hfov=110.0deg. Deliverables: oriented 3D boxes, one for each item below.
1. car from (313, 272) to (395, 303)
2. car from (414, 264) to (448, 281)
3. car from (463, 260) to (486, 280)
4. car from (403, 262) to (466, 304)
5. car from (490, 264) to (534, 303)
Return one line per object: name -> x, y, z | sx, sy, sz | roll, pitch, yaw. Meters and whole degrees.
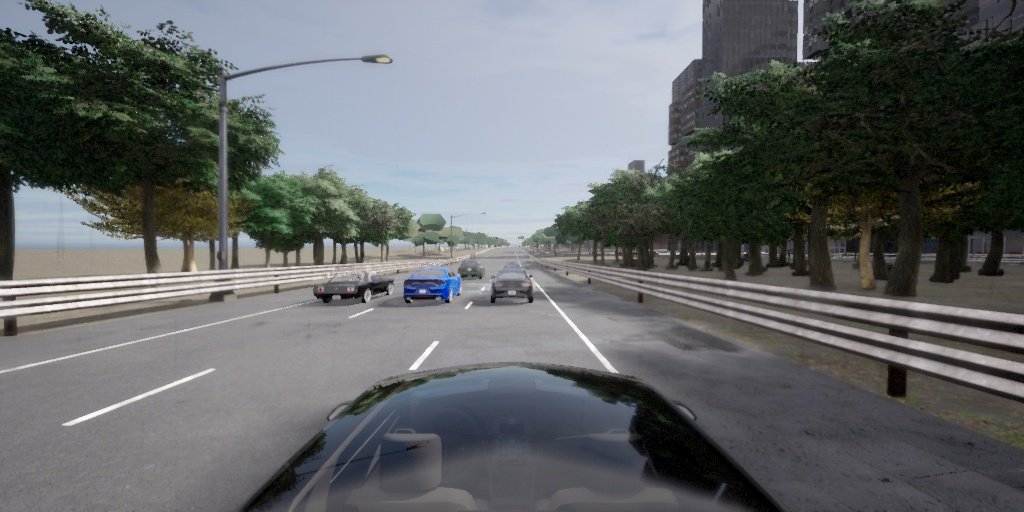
car -> -7.000, 1.373, 16.538 | 1.895, 1.301, 4.718 | 0, 0, 0
car -> -6.999, 1.366, 31.542 | 1.895, 1.301, 4.718 | 0, 0, 0
car -> -3.499, 1.116, 31.481 | 2.097, 1.767, 4.553 | 0, 0, 0
car -> -3.499, 1.241, 16.507 | 1.882, 1.535, 5.008 | 0, 0, 0
car -> 0.000, 1.289, 16.507 | 1.812, 1.442, 4.674 | 0, 0, 0
